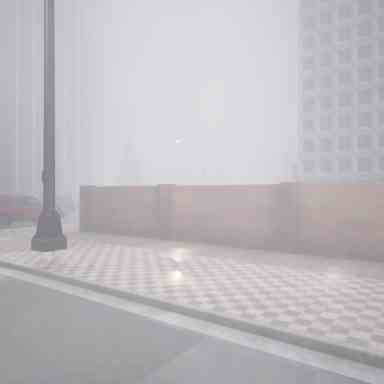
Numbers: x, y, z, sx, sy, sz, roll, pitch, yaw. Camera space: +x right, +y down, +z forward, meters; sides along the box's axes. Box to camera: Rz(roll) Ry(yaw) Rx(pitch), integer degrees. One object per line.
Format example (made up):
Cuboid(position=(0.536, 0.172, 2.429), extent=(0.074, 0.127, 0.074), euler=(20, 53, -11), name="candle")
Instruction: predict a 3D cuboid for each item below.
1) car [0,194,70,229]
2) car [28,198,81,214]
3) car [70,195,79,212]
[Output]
Cuboid(position=(-11.333, 1.221, 21.937), extent=(2.150, 2.045, 5.566), euler=(0, 0, 35), name="car")
Cuboid(position=(-14.661, 1.477, 35.815), extent=(1.882, 1.535, 5.008), euler=(0, 0, 35), name="car")
Cuboid(position=(-13.702, 1.221, 31.095), extent=(2.150, 2.045, 5.566), euler=(0, 0, 35), name="car")
